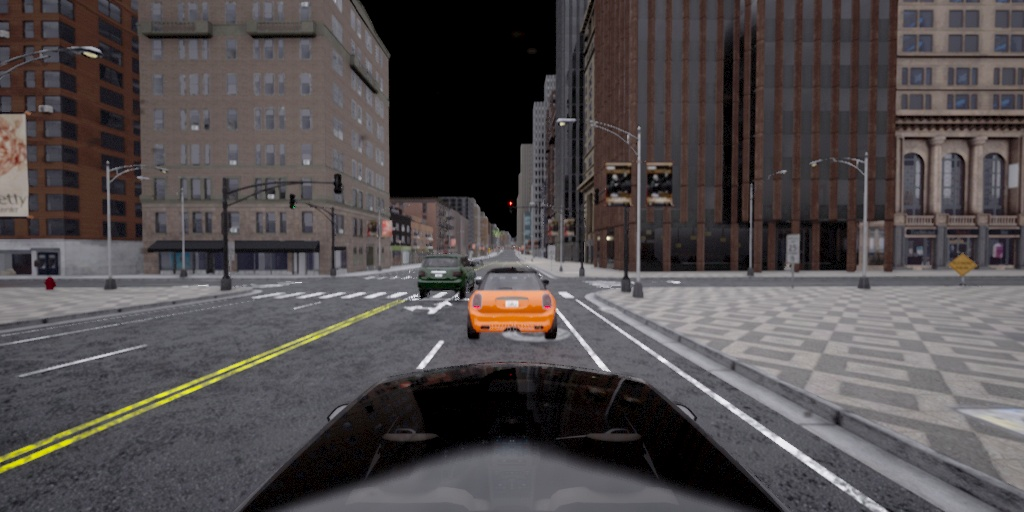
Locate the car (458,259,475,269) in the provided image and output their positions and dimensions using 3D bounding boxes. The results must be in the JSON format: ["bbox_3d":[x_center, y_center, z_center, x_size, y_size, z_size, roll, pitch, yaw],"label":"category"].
[{"bbox_3d":[-6.577,1.199,52.548,1.994,1.385,4.181,0,0,0],"label":"car"}]

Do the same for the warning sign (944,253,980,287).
[{"bbox_3d":[25.181,0.777,20.031,1.060,1.860,1.300,0,0,0],"label":"warning sign"}]

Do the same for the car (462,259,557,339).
[{"bbox_3d":[0.012,1.078,10.128,2.097,1.767,4.553,0,0,0],"label":"car"}]

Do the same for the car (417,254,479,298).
[{"bbox_3d":[-3.182,0.929,18.310,2.150,2.045,5.566,0,0,0],"label":"car"}]
